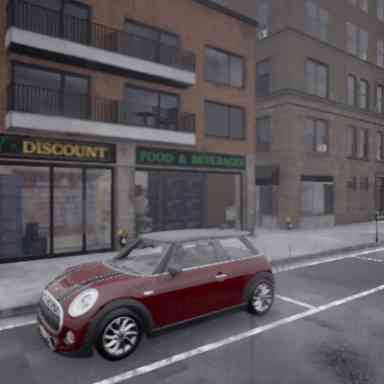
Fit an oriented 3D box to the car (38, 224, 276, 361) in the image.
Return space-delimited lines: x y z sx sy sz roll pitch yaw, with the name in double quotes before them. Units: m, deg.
"car" -0.464 1.439 5.857 4.097 1.590 1.967 0 0 -35
